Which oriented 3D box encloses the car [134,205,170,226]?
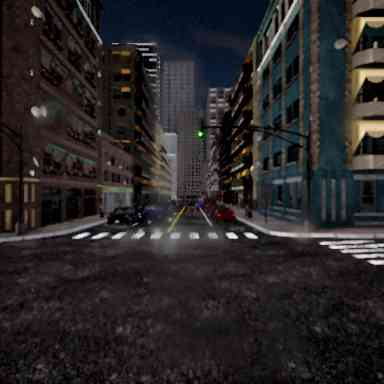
[{"bbox_3d":[-3.103,1.936,26.678,1.895,1.301,4.718,0,-1,0],"label":"car"}]

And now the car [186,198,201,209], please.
[{"bbox_3d":[-0.007,2.229,57.812,2.128,1.511,4.902,0,-1,0],"label":"car"}]

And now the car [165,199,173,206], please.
[{"bbox_3d":[-5.707,2.590,82.598,1.752,1.417,4.829,0,-1,0],"label":"car"}]

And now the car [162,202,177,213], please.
[{"bbox_3d":[-3.094,2.121,46.885,1.812,1.442,4.674,0,-1,0],"label":"car"}]

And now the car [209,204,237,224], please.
[{"bbox_3d":[2.681,1.929,27.525,1.802,1.307,4.206,0,-1,0],"label":"car"}]

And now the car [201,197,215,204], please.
[{"bbox_3d":[3.101,1.970,58.125,2.150,2.045,5.566,0,-1,0],"label":"car"}]

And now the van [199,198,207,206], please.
[{"bbox_3d":[2.673,2.409,82.759,1.690,1.788,3.998,-1,-1,0],"label":"van"}]

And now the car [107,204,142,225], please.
[{"bbox_3d":[-5.700,1.912,27.537,1.947,1.339,4.313,0,-1,0],"label":"car"}]

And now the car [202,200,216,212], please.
[{"bbox_3d":[2.679,2.104,44.095,1.887,1.381,4.507,0,-1,0],"label":"car"}]

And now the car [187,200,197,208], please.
[{"bbox_3d":[-0.007,2.385,66.985,1.812,1.442,4.674,0,-1,0],"label":"car"}]

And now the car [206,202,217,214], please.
[{"bbox_3d":[2.680,1.983,33.049,1.947,1.339,4.313,0,-1,0],"label":"car"}]

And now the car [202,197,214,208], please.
[{"bbox_3d":[3.100,2.054,65.125,2.150,2.045,5.566,0,-1,0],"label":"car"}]

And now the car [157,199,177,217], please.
[{"bbox_3d":[-3.100,1.815,36.676,2.097,1.767,4.553,0,-1,0],"label":"car"}]
